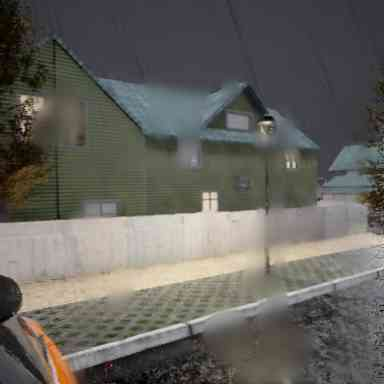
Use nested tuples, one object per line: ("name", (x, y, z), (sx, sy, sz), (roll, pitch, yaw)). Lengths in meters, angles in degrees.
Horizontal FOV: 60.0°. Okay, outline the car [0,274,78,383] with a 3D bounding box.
("car", (-2.656, 1.357, 1.167), (4.553, 1.767, 2.097), (0, 0, -35))
